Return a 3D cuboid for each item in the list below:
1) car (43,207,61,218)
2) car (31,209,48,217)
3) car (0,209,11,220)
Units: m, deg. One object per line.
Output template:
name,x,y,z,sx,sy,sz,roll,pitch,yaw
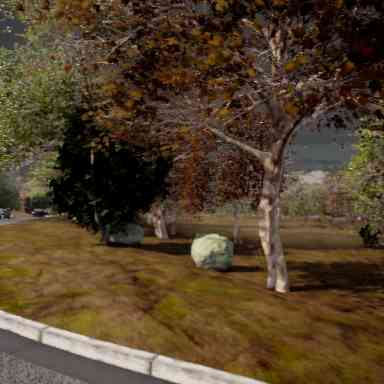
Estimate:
car,-27.184,4.064,64.793,2.150,2.045,5.566,-1,-4,-12
car,-24.484,3.510,53.637,2.128,1.511,4.902,-1,-4,-13
car,-26.324,3.044,45.599,1.837,1.490,4.892,-1,-4,-13
